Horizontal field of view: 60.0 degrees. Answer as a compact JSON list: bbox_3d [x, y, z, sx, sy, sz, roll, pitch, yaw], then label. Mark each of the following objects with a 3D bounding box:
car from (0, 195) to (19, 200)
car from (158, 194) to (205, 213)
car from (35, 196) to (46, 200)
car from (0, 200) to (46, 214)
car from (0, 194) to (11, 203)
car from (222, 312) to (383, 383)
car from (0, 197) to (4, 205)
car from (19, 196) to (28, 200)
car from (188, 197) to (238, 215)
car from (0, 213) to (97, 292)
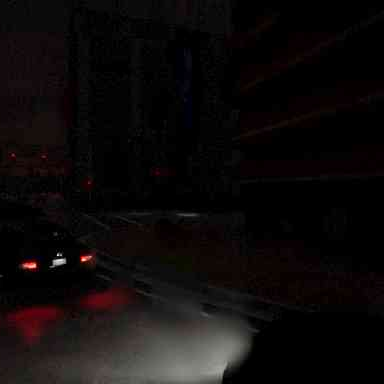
[{"bbox_3d":[-18.487,1.399,29.967,4.553,1.767,2.097,0,0,-22],"label":"car"},{"bbox_3d":[-0.988,1.276,37.188,5.566,2.045,2.150,0,0,-22],"label":"car"},{"bbox_3d":[-29.998,1.543,65.969,2.033,1.411,5.357,0,0,-23],"label":"car"},{"bbox_3d":[-14.051,1.584,25.368,2.033,1.411,5.357,0,0,36],"label":"car"},{"bbox_3d":[-38.782,1.355,68.672,2.097,1.767,4.553,0,0,-23],"label":"car"},{"bbox_3d":[2.800,1.547,2.071,5.357,1.411,2.033,0,0,35],"label":"car"},{"bbox_3d":[-34.830,1.601,59.276,1.895,1.301,4.718,0,0,-23],"label":"car"},{"bbox_3d":[-34.552,1.525,67.648,2.128,1.511,4.902,0,0,-23],"label":"car"},{"bbox_3d":[2.458,1.560,34.824,4.892,1.490,1.837,0,0,-22],"label":"car"},{"bbox_3d":[-4.408,1.547,9.102,2.033,1.411,5.357,0,0,-38],"label":"car"}]
